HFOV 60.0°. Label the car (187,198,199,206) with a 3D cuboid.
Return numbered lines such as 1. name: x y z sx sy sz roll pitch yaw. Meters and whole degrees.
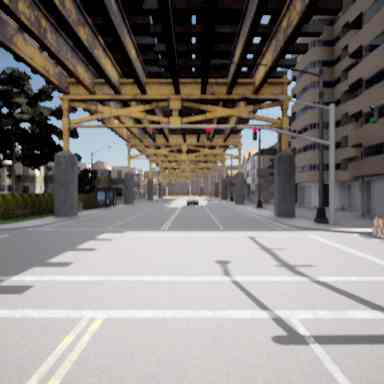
1. car: 0.109 1.575 52.578 1.895 1.301 4.718 0 0 0
